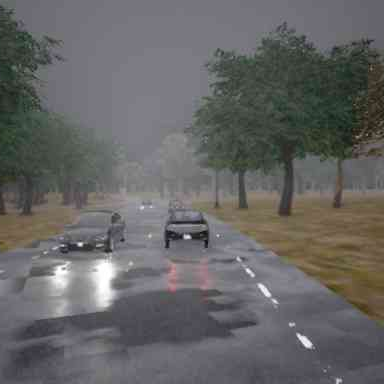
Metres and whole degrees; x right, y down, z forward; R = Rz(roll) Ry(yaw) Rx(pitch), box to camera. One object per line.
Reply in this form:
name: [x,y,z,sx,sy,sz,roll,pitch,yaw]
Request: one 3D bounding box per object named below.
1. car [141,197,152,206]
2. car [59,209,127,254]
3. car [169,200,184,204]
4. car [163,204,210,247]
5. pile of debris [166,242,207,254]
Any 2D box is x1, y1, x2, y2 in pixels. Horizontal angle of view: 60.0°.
car: [-7.943,1.692,58.279,1.837,1.490,4.892,0,0,-9]
car: [-3.900,1.525,13.760,1.837,1.490,4.892,0,1,-2]
car: [-1.768,1.643,37.390,2.033,1.411,5.357,0,0,-6]
car: [-0.272,1.516,15.125,2.128,1.511,4.902,0,0,-2]
pile of debris: [-0.243,2.194,13.165,1.500,0.140,1.860,0,0,-2]
